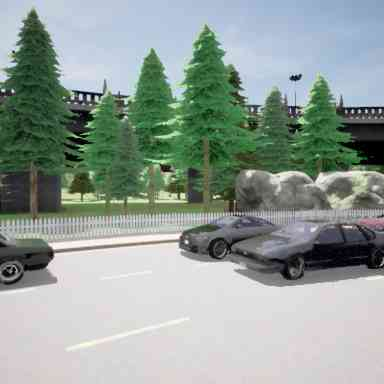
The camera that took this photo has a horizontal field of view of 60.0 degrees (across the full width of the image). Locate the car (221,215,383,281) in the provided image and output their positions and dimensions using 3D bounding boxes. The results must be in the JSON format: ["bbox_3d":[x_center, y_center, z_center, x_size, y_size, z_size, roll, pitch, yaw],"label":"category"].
[{"bbox_3d":[3.795,1.548,9.855,5.357,1.411,2.033,0,0,-23],"label":"car"}]

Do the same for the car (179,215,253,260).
[{"bbox_3d":[1.611,1.564,12.445,4.181,1.385,1.994,0,0,-25],"label":"car"}]

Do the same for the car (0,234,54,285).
[{"bbox_3d":[-6.020,1.601,8.095,4.718,1.301,1.895,0,0,-32],"label":"car"}]
